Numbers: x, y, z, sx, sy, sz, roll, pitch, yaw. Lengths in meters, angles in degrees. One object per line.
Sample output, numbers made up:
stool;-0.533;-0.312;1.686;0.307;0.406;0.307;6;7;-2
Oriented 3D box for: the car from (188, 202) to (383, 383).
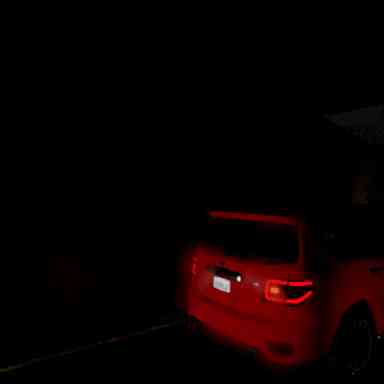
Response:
car;2.539;1.194;5.570;5.566;2.045;2.150;0;0;-36
